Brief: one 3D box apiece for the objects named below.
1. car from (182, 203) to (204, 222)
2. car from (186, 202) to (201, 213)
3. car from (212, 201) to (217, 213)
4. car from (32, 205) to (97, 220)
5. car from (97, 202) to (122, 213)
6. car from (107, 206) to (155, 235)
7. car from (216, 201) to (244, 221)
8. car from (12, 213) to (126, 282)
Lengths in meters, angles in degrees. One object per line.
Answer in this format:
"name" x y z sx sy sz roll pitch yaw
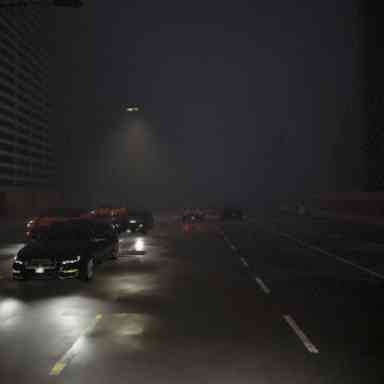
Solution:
"car" 0.088 1.928 30.156 1.895 1.301 4.718 0 -1 0
"car" 0.161 2.080 44.281 1.895 1.301 4.718 0 -1 1
"car" 3.667 1.965 44.846 1.882 1.535 5.008 0 -1 1
"car" -6.967 1.543 17.878 2.097 1.767 4.553 0 -1 0
"car" -6.930 1.651 27.968 2.097 1.767 4.553 0 -1 0
"car" -3.449 1.772 20.813 2.033 1.411 5.357 0 -1 0
"car" 3.597 1.815 30.961 1.882 1.535 5.008 0 0 1
"car" -3.546 1.615 10.207 1.837 1.490 4.892 0 -1 0
